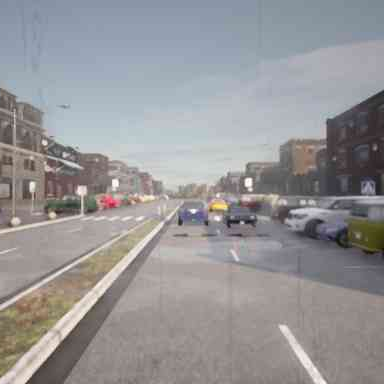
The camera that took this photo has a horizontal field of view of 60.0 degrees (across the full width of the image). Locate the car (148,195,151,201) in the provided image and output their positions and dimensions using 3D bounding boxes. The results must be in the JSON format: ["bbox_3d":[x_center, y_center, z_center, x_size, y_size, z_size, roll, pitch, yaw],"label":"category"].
[{"bbox_3d":[-13.001,1.530,77.835,5.366,1.575,1.946,0,0,0],"label":"car"}]

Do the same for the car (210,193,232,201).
[{"bbox_3d":[7.619,1.344,88.528,5.566,2.045,2.435,0,-1,0],"label":"car"}]

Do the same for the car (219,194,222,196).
[{"bbox_3d":[7.830,1.580,58.203,5.366,1.575,1.946,0,0,0],"label":"car"}]

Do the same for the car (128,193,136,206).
[{"bbox_3d":[-12.830,1.333,55.596,5.566,2.045,2.435,0,0,0],"label":"car"}]

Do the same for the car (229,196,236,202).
[{"bbox_3d":[7.614,1.610,44.413,4.792,1.488,2.163,0,0,0],"label":"car"}]

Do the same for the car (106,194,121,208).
[{"bbox_3d":[-12.926,1.330,44.360,5.566,2.045,2.435,0,0,0],"label":"car"}]

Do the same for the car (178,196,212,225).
[{"bbox_3d":[0.100,1.375,24.552,2.097,1.767,4.553,0,0,0],"label":"car"}]

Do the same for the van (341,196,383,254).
[{"bbox_3d":[7.757,1.229,11.202,4.442,1.987,1.878,0,0,0],"label":"van"}]

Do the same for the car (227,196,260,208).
[{"bbox_3d":[7.675,1.461,49.930,4.553,1.767,2.185,0,0,0],"label":"car"}]

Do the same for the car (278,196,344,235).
[{"bbox_3d":[7.613,1.214,16.839,5.566,2.045,2.435,0,0,0],"label":"car"}]

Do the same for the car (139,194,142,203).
[{"bbox_3d":[-12.838,1.569,63.815,5.008,1.535,2.097,0,0,0],"label":"car"}]

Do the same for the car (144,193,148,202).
[{"bbox_3d":[-12.832,1.543,72.278,5.008,1.535,2.097,0,0,0],"label":"car"}]

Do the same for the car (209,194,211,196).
[{"bbox_3d":[7.618,1.305,83.017,5.566,2.045,2.435,0,0,0],"label":"car"}]

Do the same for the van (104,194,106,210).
[{"bbox_3d":[-12.807,1.342,38.800,4.442,1.987,1.878,0,0,0],"label":"van"}]

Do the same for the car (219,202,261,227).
[{"bbox_3d":[3.104,1.614,22.606,1.895,1.301,4.718,0,0,1],"label":"car"}]

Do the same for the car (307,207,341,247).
[{"bbox_3d":[7.644,1.499,14.079,4.674,1.452,2.002,0,0,0],"label":"car"}]

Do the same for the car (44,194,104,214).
[{"bbox_3d":[-12.966,1.307,36.024,5.566,2.045,2.435,0,0,0],"label":"car"}]

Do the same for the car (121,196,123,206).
[{"bbox_3d":[-12.879,1.586,47.261,4.892,1.521,2.231,0,0,0],"label":"car"}]

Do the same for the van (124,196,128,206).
[{"bbox_3d":[-12.984,1.360,52.697,4.442,1.987,1.878,0,0,0],"label":"van"}]

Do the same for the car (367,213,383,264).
[{"bbox_3d":[7.647,1.455,8.567,5.008,1.535,2.097,0,0,0],"label":"car"}]

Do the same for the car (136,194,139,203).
[{"bbox_3d":[-12.669,1.578,58.380,5.366,1.575,1.946,0,0,0],"label":"car"}]

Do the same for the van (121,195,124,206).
[{"bbox_3d":[-12.994,1.361,50.043,4.442,1.987,1.878,0,0,0],"label":"van"}]

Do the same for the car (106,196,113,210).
[{"bbox_3d":[-12.882,1.605,41.707,4.792,1.488,2.163,0,0,0],"label":"car"}]

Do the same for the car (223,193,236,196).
[{"bbox_3d":[7.616,1.332,47.171,5.566,2.045,2.435,0,0,0],"label":"car"}]

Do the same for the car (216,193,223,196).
[{"bbox_3d":[7.614,1.440,66.479,4.553,1.767,2.185,0,0,0],"label":"car"}]

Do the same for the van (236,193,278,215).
[{"bbox_3d":[7.760,1.342,38.895,4.442,1.987,1.878,0,0,0],"label":"van"}]

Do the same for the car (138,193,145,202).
[{"bbox_3d":[-12.839,1.553,69.374,4.892,1.521,2.231,0,0,0],"label":"car"}]

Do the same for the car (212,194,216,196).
[{"bbox_3d":[7.617,1.307,69.236,5.566,2.045,2.435,0,0,0],"label":"car"}]

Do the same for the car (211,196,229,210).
[{"bbox_3d":[3.104,1.570,40.962,1.882,1.535,5.008,0,0,0],"label":"car"}]

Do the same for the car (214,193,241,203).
[{"bbox_3d":[7.674,1.300,71.994,5.566,2.045,2.435,0,0,0],"label":"car"}]

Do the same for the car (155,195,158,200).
[{"bbox_3d":[-12.766,1.336,88.818,5.566,2.045,2.435,0,0,0],"label":"car"}]

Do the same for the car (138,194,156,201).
[{"bbox_3d":[-12.752,1.533,94.369,4.553,1.767,2.185,0,-1,0],"label":"car"}]

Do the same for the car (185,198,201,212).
[{"bbox_3d":[0.103,1.571,41.325,1.882,1.535,5.008,0,0,0],"label":"car"}]

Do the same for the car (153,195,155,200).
[{"bbox_3d":[-12.985,1.561,86.037,5.366,1.575,1.946,0,0,0],"label":"car"}]
